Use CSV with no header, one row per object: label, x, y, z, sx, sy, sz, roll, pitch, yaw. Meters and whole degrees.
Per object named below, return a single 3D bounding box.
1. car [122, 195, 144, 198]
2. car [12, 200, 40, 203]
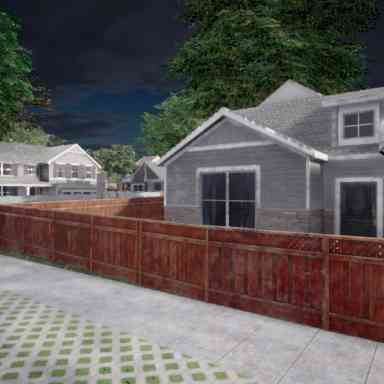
car,-5.614,1.079,30.524,2.128,1.511,4.902,0,1,35
car,-11.433,1.294,22.297,1.812,1.442,4.674,0,1,35
